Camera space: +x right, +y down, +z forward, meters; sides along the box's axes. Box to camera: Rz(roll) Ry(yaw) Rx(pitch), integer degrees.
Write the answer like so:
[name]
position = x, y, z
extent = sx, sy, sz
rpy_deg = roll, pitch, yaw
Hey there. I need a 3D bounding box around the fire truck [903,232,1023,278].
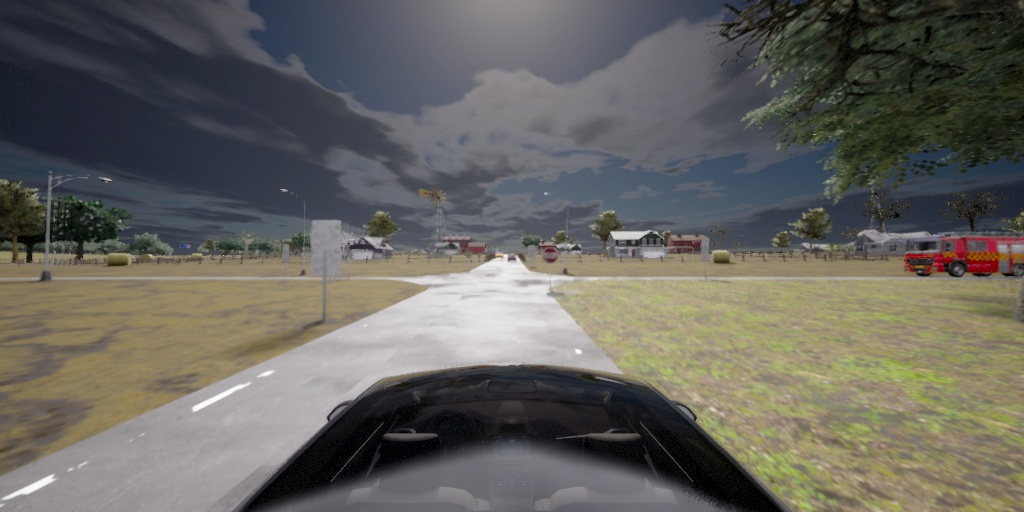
[fire truck]
position = 39.347, -0.096, 30.956
extent = 8.468, 3.827, 2.891
rpy_deg = 0, -2, 0
